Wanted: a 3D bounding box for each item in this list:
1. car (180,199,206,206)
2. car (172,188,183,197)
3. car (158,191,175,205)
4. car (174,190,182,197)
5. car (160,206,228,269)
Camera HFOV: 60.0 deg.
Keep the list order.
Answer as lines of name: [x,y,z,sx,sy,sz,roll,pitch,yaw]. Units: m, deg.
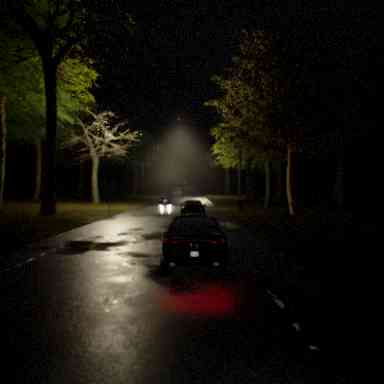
car: [0.072,1.363,26.525,1.837,1.490,4.892,0,1,0]
car: [-3.364,0.160,76.809,2.150,2.045,5.566,0,1,-2]
car: [-3.900,1.075,49.462,2.128,1.511,4.902,0,1,-3]
car: [-3.501,0.289,84.306,1.882,1.535,5.008,0,1,0]
car: [0.069,1.434,11.022,1.882,1.535,5.008,0,0,0]
